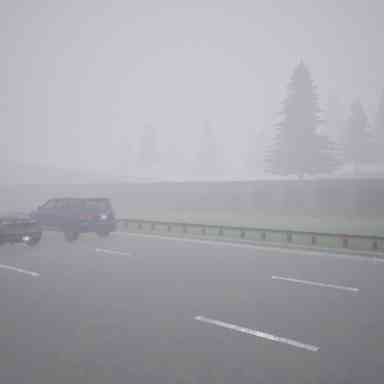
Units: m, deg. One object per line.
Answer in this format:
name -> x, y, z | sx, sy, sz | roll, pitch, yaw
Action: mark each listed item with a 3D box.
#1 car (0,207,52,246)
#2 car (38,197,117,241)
car -> -8.269, 1.517, 14.066 | 4.892, 1.490, 1.837 | 0, 0, 36
car -> -6.261, 1.258, 16.933 | 5.566, 2.045, 2.150 | 0, 0, 36
